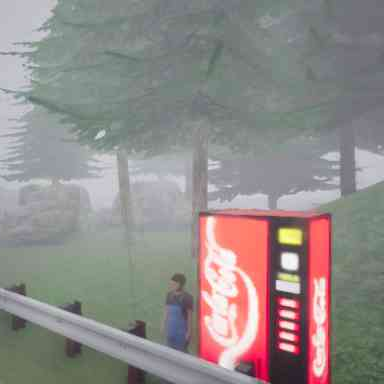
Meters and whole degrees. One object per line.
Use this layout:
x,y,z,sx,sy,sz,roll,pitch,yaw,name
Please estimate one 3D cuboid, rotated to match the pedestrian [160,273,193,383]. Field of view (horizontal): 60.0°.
-0.162,1.481,3.715,0.375,1.300,0.375,0,0,35,pedestrian
